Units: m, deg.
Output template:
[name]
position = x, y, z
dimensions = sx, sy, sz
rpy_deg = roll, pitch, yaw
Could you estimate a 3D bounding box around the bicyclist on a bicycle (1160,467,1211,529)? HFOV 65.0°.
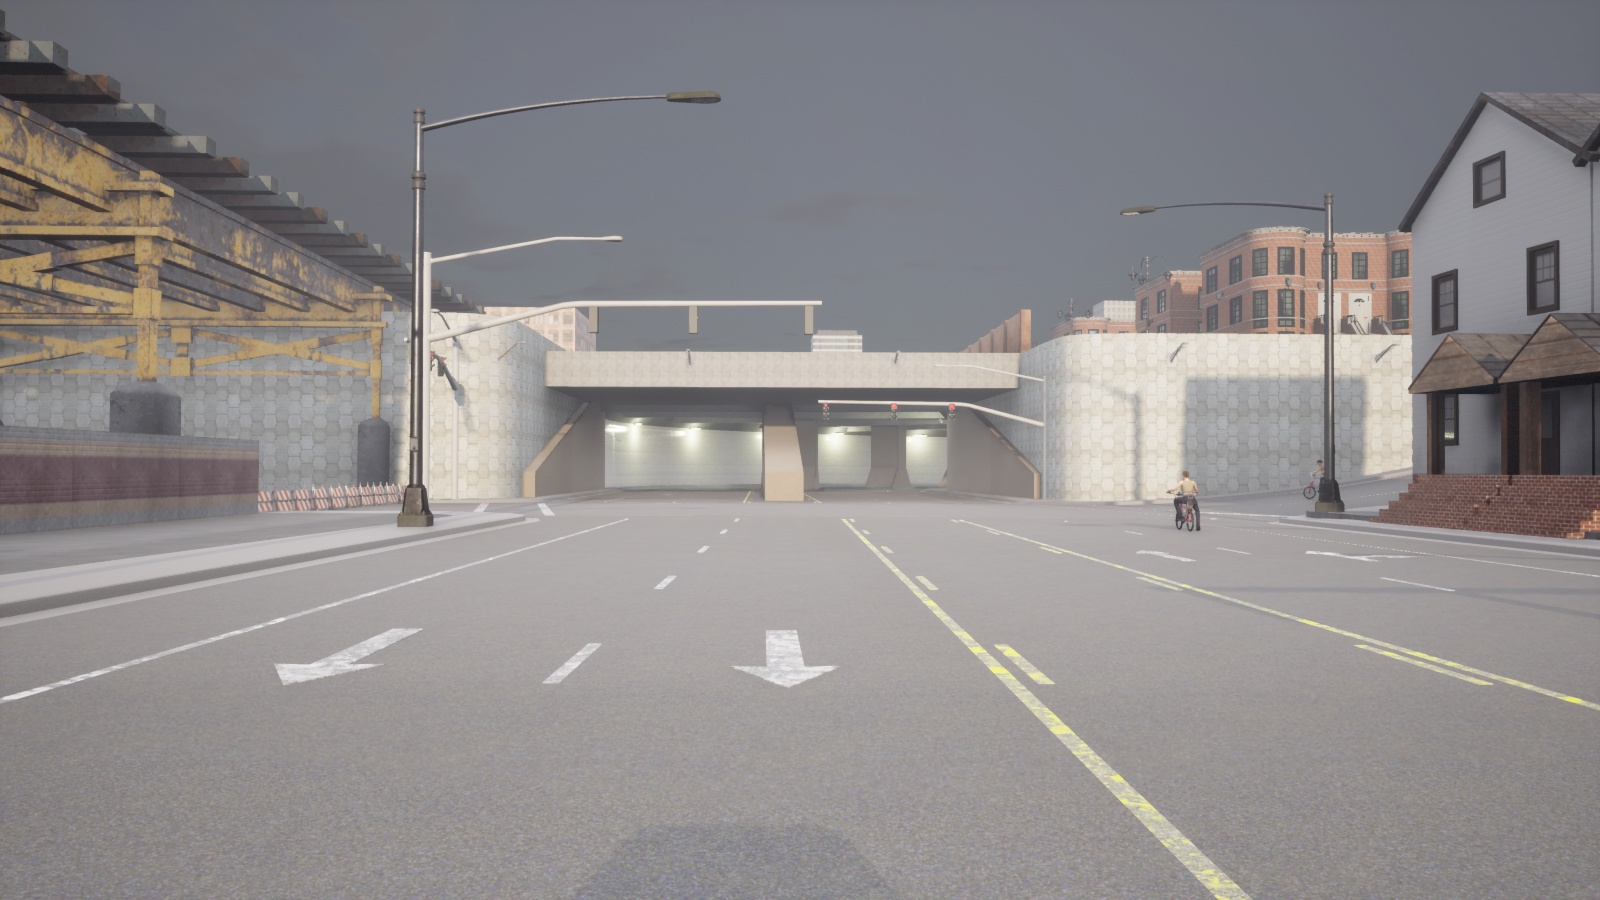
[bicyclist on a bicycle]
position = 10.309, 1.273, 33.622
dimensions = 0.866, 1.612, 1.509
rpy_deg = 0, -1, 0
